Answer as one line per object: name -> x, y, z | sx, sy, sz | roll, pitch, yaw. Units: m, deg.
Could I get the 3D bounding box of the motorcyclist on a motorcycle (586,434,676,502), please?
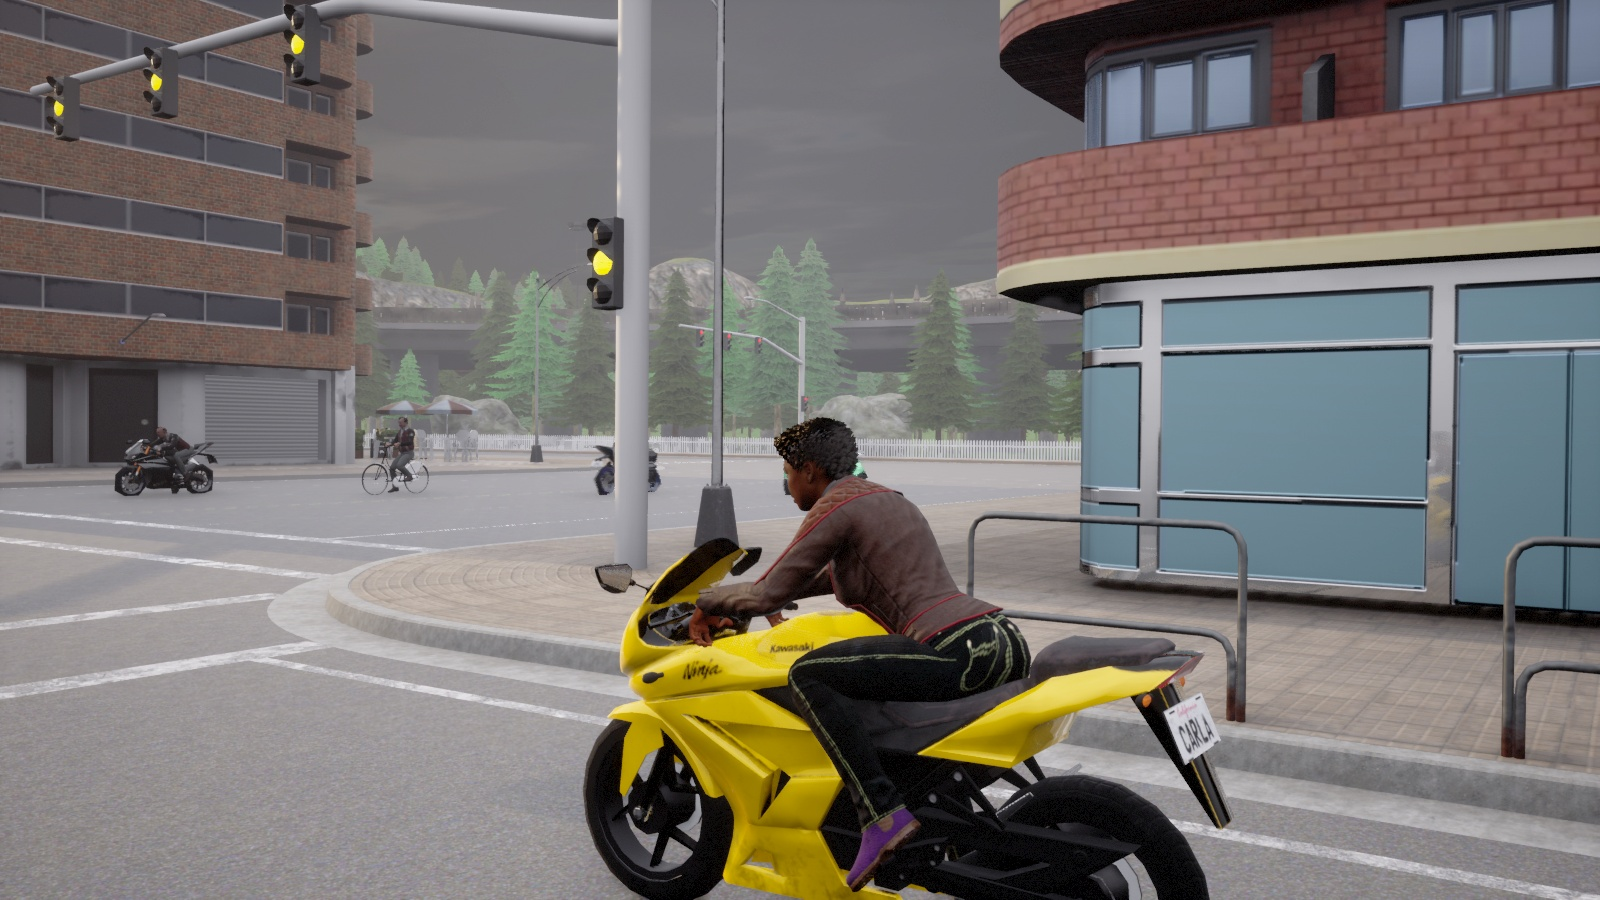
motorcyclist on a motorcycle -> -3.973, 0.397, 29.663 | 0.866, 1.530, 2.191 | 0, 1, 34

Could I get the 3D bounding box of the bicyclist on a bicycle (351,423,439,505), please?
bicyclist on a bicycle -> -9.107, 0.298, 28.300 | 0.659, 1.776, 1.843 | 0, 1, 34

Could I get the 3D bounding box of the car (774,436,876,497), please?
car -> 0.614, 0.368, 30.214 | 1.481, 1.376, 2.207 | 0, 1, 34

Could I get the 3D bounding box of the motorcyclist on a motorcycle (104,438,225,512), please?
motorcyclist on a motorcycle -> -13.873, 0.517, 27.482 | 0.866, 1.530, 2.191 | 0, 1, 34

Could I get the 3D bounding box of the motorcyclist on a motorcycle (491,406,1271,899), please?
motorcyclist on a motorcycle -> 0.158, 0.664, 3.519 | 2.044, 1.523, 0.797 | 0, 1, 34
